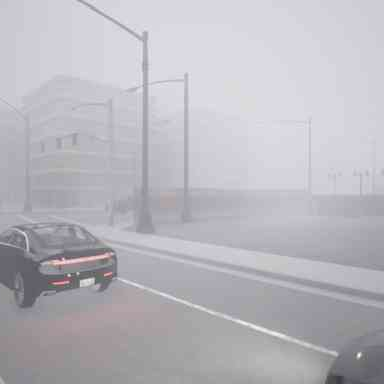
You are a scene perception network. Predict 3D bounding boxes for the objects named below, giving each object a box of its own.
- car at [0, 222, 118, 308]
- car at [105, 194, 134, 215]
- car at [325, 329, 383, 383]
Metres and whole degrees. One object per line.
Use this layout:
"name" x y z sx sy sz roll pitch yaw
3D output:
"car" -3.644 1.492 8.035 2.128 1.511 4.902 0 0 -43
"car" -6.298 1.221 34.992 5.566 2.045 2.150 0 0 -44
"car" 3.202 1.505 1.581 4.892 1.490 1.837 0 0 38
